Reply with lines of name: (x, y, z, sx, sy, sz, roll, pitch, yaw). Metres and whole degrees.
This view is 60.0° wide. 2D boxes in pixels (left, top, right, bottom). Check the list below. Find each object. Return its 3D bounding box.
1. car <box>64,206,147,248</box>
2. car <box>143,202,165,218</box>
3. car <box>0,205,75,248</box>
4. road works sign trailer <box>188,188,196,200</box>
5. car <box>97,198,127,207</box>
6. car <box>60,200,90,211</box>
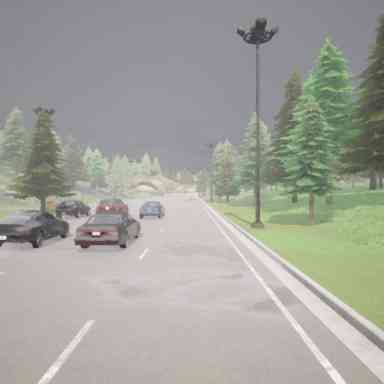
car: (-3.500, 1.564, 14.650, 2.033, 1.411, 5.357, 0, 0, 0)
car: (-3.500, 1.564, 29.650, 2.033, 1.411, 5.357, 0, 0, 0)
car: (-7.000, 1.534, 14.650, 1.812, 1.442, 4.674, 0, 0, 0)
road works sign trailer: (0.000, 0.464, 94.349, 2.380, 3.560, 2.880, 0, 0, 0)
car: (-7.000, 1.367, 29.620, 2.097, 1.767, 4.553, 0, 0, 0)
car: (-10.500, 1.517, 29.650, 1.837, 1.490, 4.892, 0, 0, 0)
